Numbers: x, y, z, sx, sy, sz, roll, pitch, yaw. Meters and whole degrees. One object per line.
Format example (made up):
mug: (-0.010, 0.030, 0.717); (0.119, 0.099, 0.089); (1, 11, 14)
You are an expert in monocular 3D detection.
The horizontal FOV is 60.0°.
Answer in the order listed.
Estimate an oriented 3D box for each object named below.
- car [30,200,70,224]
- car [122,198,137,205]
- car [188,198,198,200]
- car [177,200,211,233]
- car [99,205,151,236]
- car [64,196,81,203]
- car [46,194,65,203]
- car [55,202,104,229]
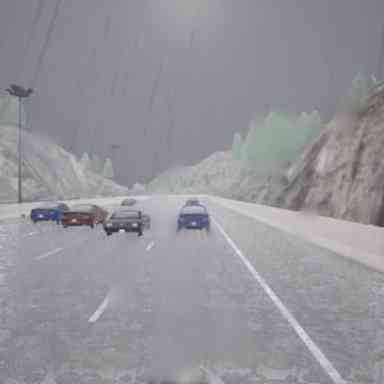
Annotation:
car: (-10.395, 1.507, 25.368); (1.882, 1.535, 5.008); (0, 0, 0)
car: (-10.387, 1.628, 55.321); (1.994, 1.385, 4.181); (0, 0, 0)
car: (0.108, 1.558, 45.597); (1.837, 1.490, 4.892); (0, 0, 0)
car: (0.103, 1.500, 20.055); (1.882, 1.535, 5.008); (0, 0, 0)
car: (-3.396, 1.622, 18.387); (1.895, 1.301, 4.718); (0, 0, 0)
car: (-24.488, 1.547, 68.300); (1.812, 1.442, 4.674); (0, 0, 0)
car: (-27.988, 1.378, 68.331); (2.097, 1.767, 4.553); (0, 0, 0)
car: (-6.896, 1.503, 21.887); (1.882, 1.535, 5.008); (0, 0, 0)
